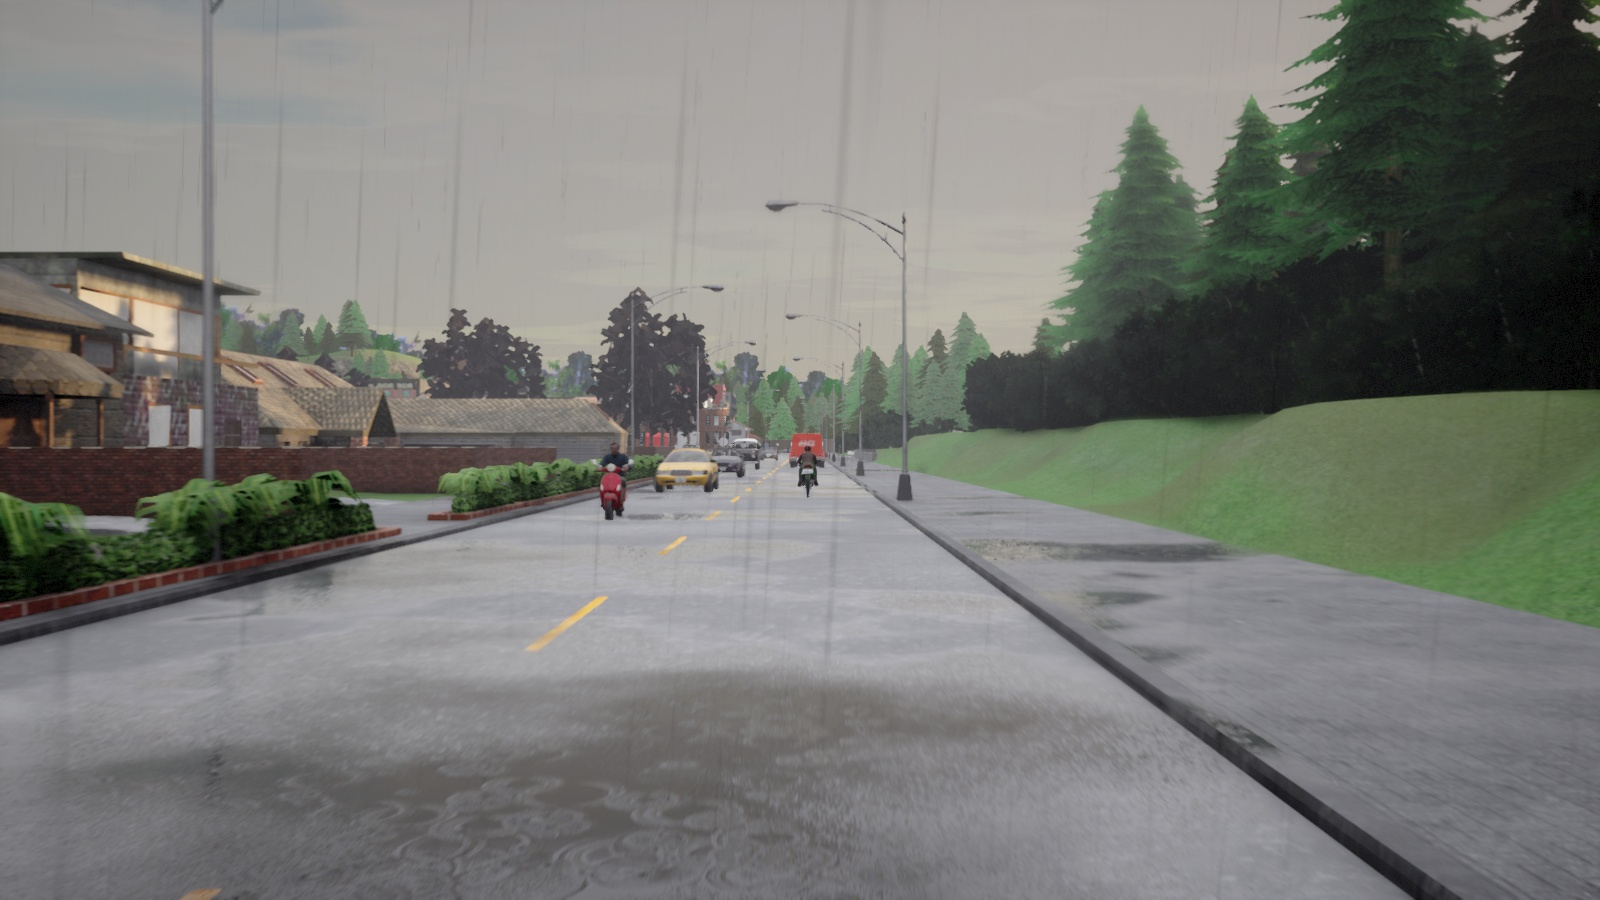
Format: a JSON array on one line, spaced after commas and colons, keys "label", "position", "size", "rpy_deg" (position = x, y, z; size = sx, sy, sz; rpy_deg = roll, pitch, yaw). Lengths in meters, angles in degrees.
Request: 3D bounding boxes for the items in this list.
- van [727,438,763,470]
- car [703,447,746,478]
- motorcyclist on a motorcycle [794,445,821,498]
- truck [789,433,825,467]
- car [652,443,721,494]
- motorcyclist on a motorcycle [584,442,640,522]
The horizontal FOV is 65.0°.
[{"label": "van", "position": [-3.538, 0.251, 81.272], "size": [2.069, 2.038, 4.480], "rpy_deg": [0, 0, 0]}, {"label": "car", "position": [-3.636, 0.595, 61.090], "size": [1.816, 1.474, 4.193], "rpy_deg": [0, 0, 0]}, {"label": "motorcyclist on a motorcycle", "position": [0.232, 0.629, 37.658], "size": [0.797, 1.523, 2.044], "rpy_deg": [0, 0, 0]}, {"label": "truck", "position": [0.518, 0.013, 92.683], "size": [2.627, 2.467, 5.204], "rpy_deg": [0, 0, 0]}, {"label": "car", "position": [-3.742, 0.571, 42.103], "size": [1.801, 1.575, 5.366], "rpy_deg": [0, 0, 0]}, {"label": "motorcyclist on a motorcycle", "position": [-3.836, 0.629, 25.744], "size": [0.866, 1.590, 1.817], "rpy_deg": [0, 0, 0]}]
